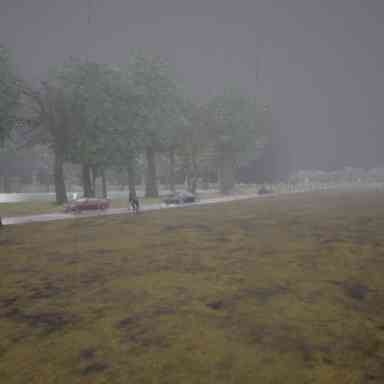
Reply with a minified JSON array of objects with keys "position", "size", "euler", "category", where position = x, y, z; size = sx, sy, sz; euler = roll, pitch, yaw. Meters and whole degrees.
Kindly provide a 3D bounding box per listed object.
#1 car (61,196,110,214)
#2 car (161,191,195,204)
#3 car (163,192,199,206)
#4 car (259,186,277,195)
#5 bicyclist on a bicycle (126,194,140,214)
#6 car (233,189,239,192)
[{"position":[-9.823,1.158,30.923],"size":[1.812,1.442,4.674],"euler":[-1,1,35],"category":"car"},{"position":[-1.696,0.692,42.385],"size":[1.812,1.442,4.674],"euler":[-1,1,36],"category":"car"},{"position":[-1.096,0.717,38.148],"size":[2.128,1.511,4.902],"euler":[-1,1,35],"category":"car"},{"position":[13.454,-0.266,58.716],"size":[1.882,1.535,5.008],"euler":[-1,2,35],"category":"car"},{"position":[-4.908,0.992,27.507],"size":[1.656,1.620,0.582],"euler":[-1,1,35],"category":"bicyclist on a bicycle"},{"position":[7.154,-0.173,54.740],"size":[2.128,1.511,4.902],"euler":[-1,1,35],"category":"car"}]
